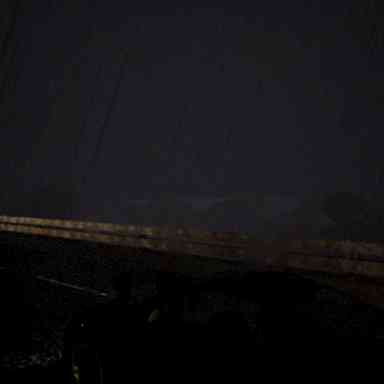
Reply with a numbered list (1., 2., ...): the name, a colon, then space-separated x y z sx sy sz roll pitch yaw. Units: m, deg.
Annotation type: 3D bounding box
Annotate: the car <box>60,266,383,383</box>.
1. car: 0.438 1.577 3.692 4.181 1.385 1.994 -1 0 36
